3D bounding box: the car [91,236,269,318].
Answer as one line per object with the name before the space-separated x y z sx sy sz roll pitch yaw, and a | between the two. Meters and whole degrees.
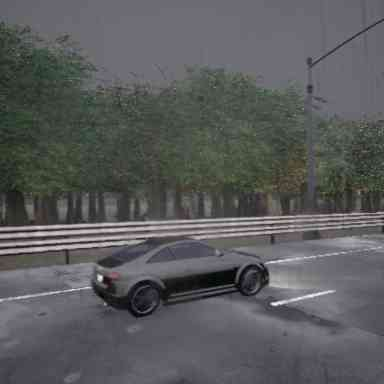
car | -0.191 1.754 7.886 4.181 1.385 1.994 1 -2 -31
